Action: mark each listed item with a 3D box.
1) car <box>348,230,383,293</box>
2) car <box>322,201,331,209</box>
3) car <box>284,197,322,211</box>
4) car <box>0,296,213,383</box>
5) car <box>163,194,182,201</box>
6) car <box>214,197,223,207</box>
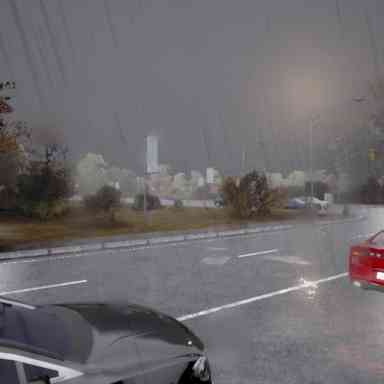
[{"bbox_3d":[5.678,1.445,7.787,5.008,1.535,1.882,0,0,-35],"label":"car"},{"bbox_3d":[13.882,1.281,39.131,1.812,1.442,4.674,-1,0,-39],"label":"car"},{"bbox_3d":[11.095,1.333,36.979,2.033,1.411,5.357,-1,0,-39],"label":"car"},{"bbox_3d":[-2.040,1.492,2.275,4.902,1.511,2.128,0,0,-35],"label":"car"},{"bbox_3d":[-4.358,1.252,73.277,2.033,1.411,5.357,-1,0,-38],"label":"car"},{"bbox_3d":[5.041,1.296,44.534,1.837,1.490,4.892,-1,0,-39],"label":"car"}]
